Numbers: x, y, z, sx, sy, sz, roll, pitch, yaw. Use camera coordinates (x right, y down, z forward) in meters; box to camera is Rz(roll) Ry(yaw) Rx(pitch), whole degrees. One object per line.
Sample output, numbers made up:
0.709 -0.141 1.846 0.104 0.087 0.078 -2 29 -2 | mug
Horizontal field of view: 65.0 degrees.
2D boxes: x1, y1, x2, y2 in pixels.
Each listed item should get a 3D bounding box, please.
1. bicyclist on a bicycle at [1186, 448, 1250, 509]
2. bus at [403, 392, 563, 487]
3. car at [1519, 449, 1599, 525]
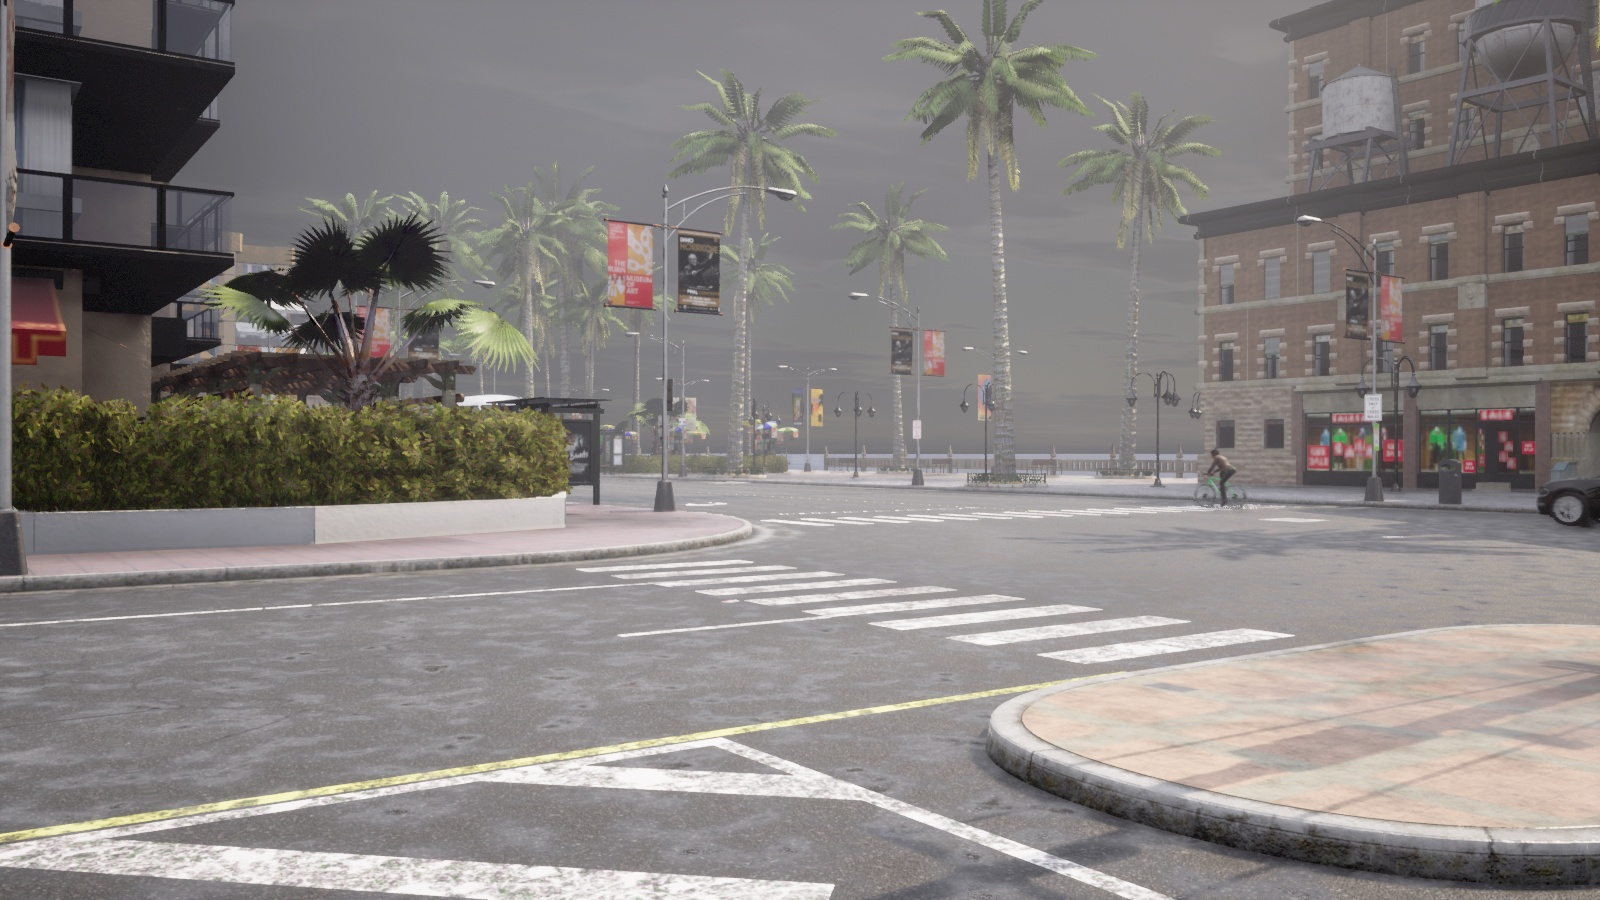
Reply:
11.411 0.757 34.321 0.582 1.620 1.656 0 0 -34 | bicyclist on a bicycle
-15.735 -0.448 61.604 3.944 4.253 10.273 0 0 -37 | bus
17.570 0.747 25.312 1.882 1.535 5.008 0 0 -34 | car
